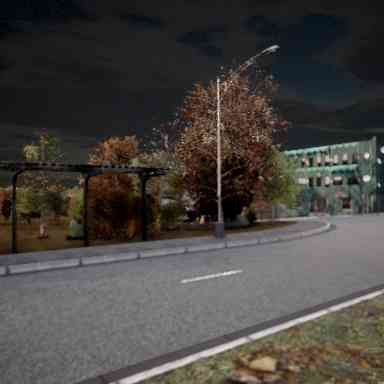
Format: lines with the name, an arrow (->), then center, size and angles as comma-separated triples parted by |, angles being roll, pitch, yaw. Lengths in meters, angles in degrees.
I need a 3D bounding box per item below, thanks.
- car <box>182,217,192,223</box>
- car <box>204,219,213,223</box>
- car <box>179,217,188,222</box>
car -> -1.363, 6.067, 70.997 | 1.895, 1.301, 4.718 | 0, -5, -12
car -> 3.281, 4.453, 55.862 | 1.882, 1.535, 5.008 | -1, -5, -23
car -> -2.133, 7.092, 86.213 | 1.895, 1.301, 4.718 | 0, -5, 4
